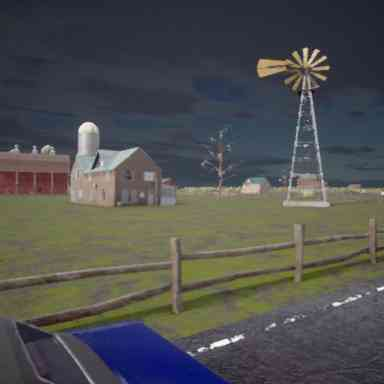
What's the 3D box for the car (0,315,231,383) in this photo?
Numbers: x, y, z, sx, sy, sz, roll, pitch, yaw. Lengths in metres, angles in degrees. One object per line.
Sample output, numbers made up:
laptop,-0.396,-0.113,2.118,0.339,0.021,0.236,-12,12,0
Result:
car,-1.950,1.600,1.681,4.718,1.301,1.895,0,0,-35
